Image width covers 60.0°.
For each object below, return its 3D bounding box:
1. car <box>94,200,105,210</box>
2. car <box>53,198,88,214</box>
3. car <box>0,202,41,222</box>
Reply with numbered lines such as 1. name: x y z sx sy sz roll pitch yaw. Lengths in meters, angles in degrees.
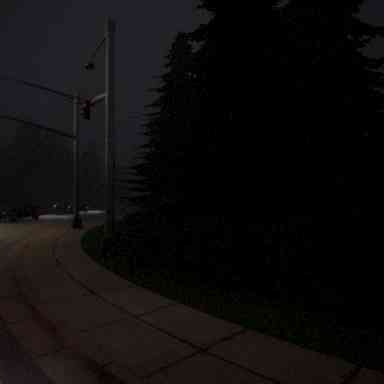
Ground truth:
1. car: -11.752 1.719 45.693 1.895 1.301 4.718 0 0 7
2. car: -12.983 1.434 35.763 2.097 1.767 4.553 0 0 7
3. car: -14.018 1.541 26.602 2.128 1.511 4.902 0 0 6
